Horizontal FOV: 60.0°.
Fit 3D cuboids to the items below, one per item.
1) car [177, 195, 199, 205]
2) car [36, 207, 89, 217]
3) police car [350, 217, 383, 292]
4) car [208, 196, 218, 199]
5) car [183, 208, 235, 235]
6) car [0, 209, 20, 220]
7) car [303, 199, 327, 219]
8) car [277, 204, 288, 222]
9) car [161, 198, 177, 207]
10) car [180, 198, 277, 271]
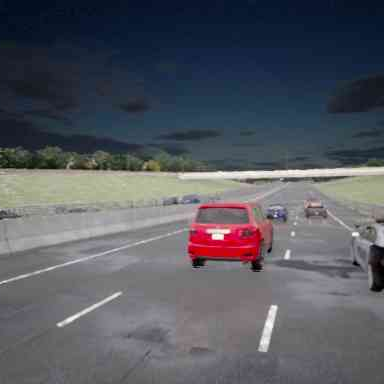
[{"bbox_3d":[-0.351,1.566,61.883,2.150,2.045,5.566,-1,1,19],"label":"car"},{"bbox_3d":[-9.324,1.884,23.965,2.128,1.511,4.902,-1,-1,18],"label":"car"},{"bbox_3d":[5.515,1.495,8.942,1.930,1.638,5.238,-1,-1,18],"label":"police car"},{"bbox_3d":[3.908,1.610,63.565,2.097,1.767,4.553,-1,1,19],"label":"car"},{"bbox_3d":[1.282,1.827,21.950,2.033,1.411,5.357,-1,-1,18],"label":"car"},{"bbox_3d":[-13.684,1.904,21.945,1.837,1.490,4.892,-1,-1,18],"label":"car"},{"bbox_3d":[12.157,1.766,32.642,2.128,1.511,4.902,-1,0,19],"label":"car"},{"bbox_3d":[7.546,1.831,29.696,1.812,1.442,4.674,-1,0,18],"label":"car"},{"bbox_3d":[-4.034,1.909,61.894,1.837,1.490,4.892,-1,1,19],"label":"car"},{"bbox_3d":[1.573,1.360,11.754,2.150,2.045,5.566,-1,-1,18],"label":"car"}]
